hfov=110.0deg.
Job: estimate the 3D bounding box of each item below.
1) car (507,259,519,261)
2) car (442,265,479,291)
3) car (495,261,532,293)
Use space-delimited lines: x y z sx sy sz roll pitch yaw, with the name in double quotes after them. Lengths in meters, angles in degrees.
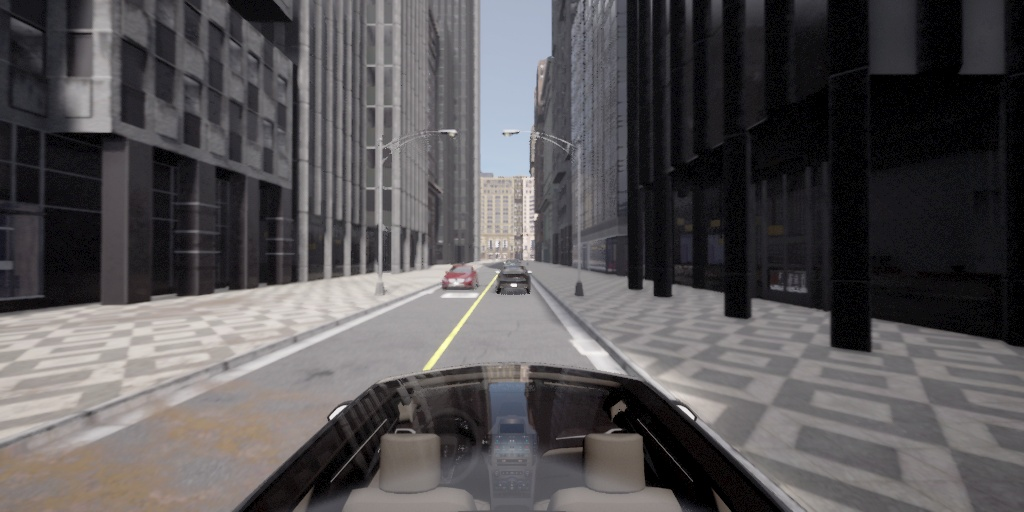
0.084 1.116 42.234 2.097 1.767 4.553 0 0 0 "car"
-3.066 1.276 22.111 1.812 1.442 4.674 0 0 0 "car"
0.092 1.255 20.841 1.837 1.490 4.892 0 0 0 "car"
